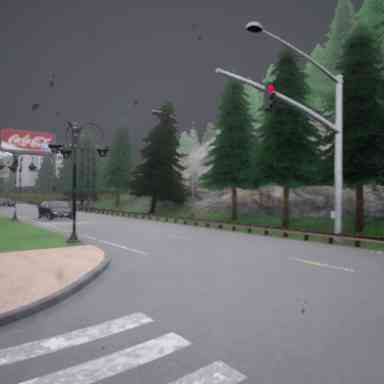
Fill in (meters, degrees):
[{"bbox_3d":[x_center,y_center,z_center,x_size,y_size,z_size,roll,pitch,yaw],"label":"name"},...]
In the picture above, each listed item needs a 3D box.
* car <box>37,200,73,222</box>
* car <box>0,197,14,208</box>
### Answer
[{"bbox_3d":[-10.479,1.389,25.617,1.837,1.490,4.892,1,0,-38],"label":"car"},{"bbox_3d":[-25.050,1.423,44.433,1.994,1.385,4.181,1,0,-38],"label":"car"}]
